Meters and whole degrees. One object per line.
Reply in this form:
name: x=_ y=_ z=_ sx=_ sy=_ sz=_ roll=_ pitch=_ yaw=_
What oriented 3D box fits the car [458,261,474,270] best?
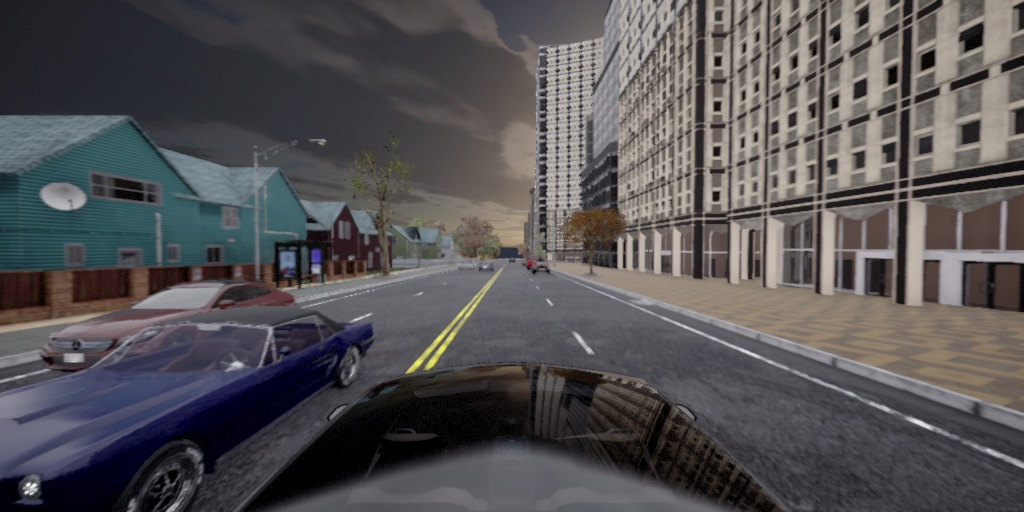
car: x=-6.544 y=1.377 z=51.171 sx=1.895 sy=1.301 sz=4.718 roll=0 pitch=0 yaw=1

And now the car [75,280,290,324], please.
car: x=-6.596 y=1.275 z=7.729 sx=1.812 sy=1.442 sz=4.674 roll=0 pitch=0 yaw=0

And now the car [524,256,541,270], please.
car: x=3.253 y=0.998 z=52.251 sx=2.150 sy=2.045 sz=5.566 roll=0 pitch=0 yaw=0

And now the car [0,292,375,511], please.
car: x=-3.350 y=1.351 z=4.100 sx=1.895 sy=1.301 sz=4.718 roll=0 pitch=0 yaw=0

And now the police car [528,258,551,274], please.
police car: x=3.252 y=1.271 z=41.217 sx=2.038 sy=1.542 sz=4.974 roll=0 pitch=0 yaw=0

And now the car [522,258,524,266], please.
car: x=3.254 y=1.340 z=63.225 sx=2.033 sy=1.411 sz=5.357 roll=0 pitch=0 yaw=0

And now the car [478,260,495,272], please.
car: x=-3.304 y=1.262 z=46.762 sx=2.128 sy=1.511 sz=4.902 roll=0 pitch=0 yaw=0
